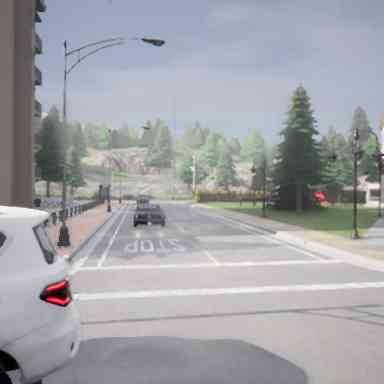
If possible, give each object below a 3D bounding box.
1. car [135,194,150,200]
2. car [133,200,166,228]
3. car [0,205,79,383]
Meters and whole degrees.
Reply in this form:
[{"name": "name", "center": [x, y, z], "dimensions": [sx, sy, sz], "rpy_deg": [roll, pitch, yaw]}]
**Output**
[{"name": "car", "center": [-7.283, 1.056, 49.126], "dimensions": [1.837, 1.490, 4.892], "rpy_deg": [0, 0, -9]}, {"name": "car", "center": [-2.682, 1.412, 20.576], "dimensions": [1.895, 1.301, 4.718], "rpy_deg": [0, 0, -9]}, {"name": "car", "center": [-3.740, 1.173, 2.460], "dimensions": [5.566, 2.045, 2.150], "rpy_deg": [0, 1, -39]}]
